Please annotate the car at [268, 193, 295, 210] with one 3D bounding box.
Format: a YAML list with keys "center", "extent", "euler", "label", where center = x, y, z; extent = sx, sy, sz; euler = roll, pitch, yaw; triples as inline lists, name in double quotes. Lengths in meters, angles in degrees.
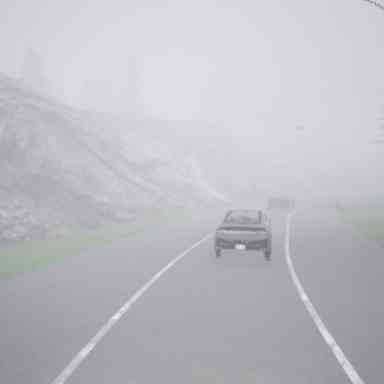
- center: [8.481, 0.802, 31.388]
  extent: [1.882, 1.535, 5.008]
  euler: [0, 2, 26]
  label: "car"

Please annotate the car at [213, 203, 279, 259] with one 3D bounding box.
- center: [1.999, 1.382, 12.259]
  extent: [2.128, 1.511, 4.902]
  euler: [0, 1, 13]
  label: "car"
